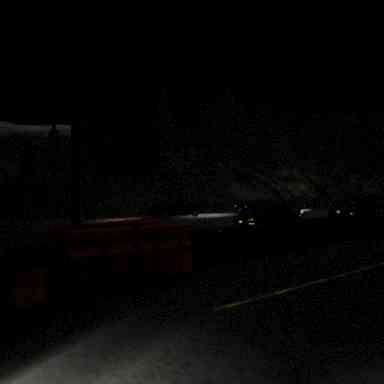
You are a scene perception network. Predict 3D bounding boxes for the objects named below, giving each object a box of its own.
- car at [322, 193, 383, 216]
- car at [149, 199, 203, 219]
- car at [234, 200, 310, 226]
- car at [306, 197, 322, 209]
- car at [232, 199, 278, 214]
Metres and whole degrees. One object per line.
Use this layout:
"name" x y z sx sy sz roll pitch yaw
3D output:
"car" 12.971 1.077 25.921 5.566 2.045 2.150 -1 0 -35
"car" -1.345 1.404 28.697 5.008 1.535 1.882 0 0 -35
"car" 4.711 1.431 20.120 4.892 1.490 1.837 0 0 -35
"car" 14.823 1.306 40.048 4.181 1.385 1.994 -1 1 -35
"car" 6.579 1.461 34.262 4.718 1.301 1.895 -1 0 -35
